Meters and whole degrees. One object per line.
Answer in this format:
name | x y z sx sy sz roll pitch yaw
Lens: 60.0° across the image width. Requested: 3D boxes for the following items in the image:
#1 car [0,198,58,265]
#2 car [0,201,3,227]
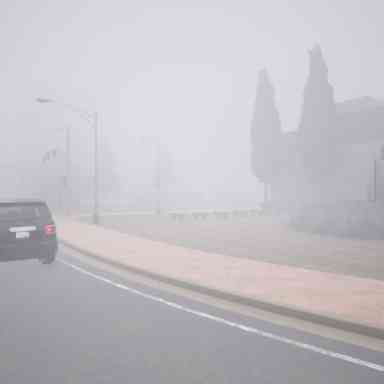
car | -6.141 1.223 10.938 2.150 2.045 5.566 0 0 -38
car | -14.534 1.493 23.255 2.128 1.511 4.902 0 0 -31
